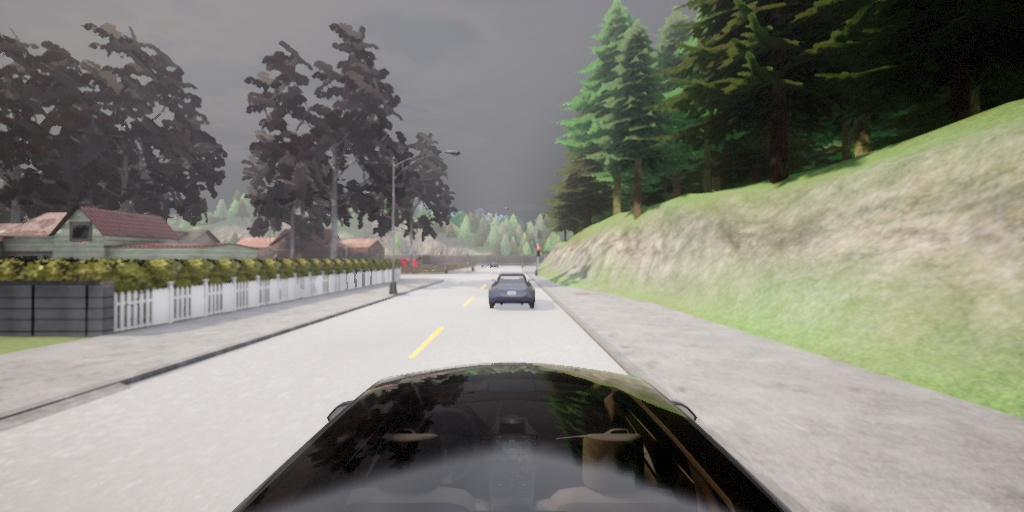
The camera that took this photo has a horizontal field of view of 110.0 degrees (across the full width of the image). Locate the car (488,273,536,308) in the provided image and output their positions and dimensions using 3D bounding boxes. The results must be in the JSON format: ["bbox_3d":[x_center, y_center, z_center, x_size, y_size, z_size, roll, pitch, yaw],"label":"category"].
[{"bbox_3d":[-0.004,1.450,16.141,1.994,1.385,4.181,0,-1,0],"label":"car"}]
